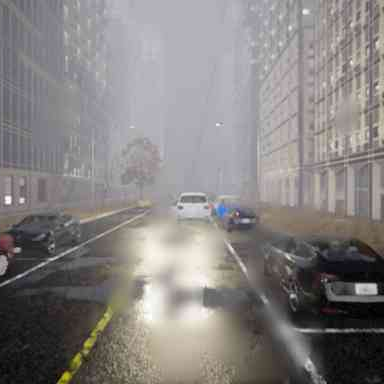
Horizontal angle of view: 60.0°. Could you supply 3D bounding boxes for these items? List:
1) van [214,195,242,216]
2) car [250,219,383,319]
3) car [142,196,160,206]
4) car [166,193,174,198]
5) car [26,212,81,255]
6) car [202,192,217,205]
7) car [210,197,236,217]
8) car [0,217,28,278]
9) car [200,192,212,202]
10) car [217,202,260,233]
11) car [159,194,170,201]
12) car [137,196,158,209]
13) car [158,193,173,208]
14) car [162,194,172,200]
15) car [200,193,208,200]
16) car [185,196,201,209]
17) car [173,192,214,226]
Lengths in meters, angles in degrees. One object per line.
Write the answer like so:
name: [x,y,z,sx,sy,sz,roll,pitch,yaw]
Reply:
van: [2.687,1.188,24.293,1.690,1.788,3.998,0,0,0]
car: [2.690,1.521,7.216,1.947,1.339,4.313,0,0,0]
car: [-5.700,1.240,47.071,2.008,1.369,4.403,0,0,0]
car: [-5.709,0.975,86.915,1.802,1.307,4.206,0,0,0]
car: [-5.692,1.485,12.915,1.947,1.339,4.313,0,0,0]
car: [2.681,0.964,52.752,2.192,1.841,5.009,0,0,0]
car: [2.686,1.249,29.984,1.967,1.590,4.097,0,0,0]
car: [-5.690,1.500,7.222,1.887,1.381,4.507,0,0,0]
car: [2.678,0.882,64.136,2.192,1.841,5.009,0,0,0]
car: [2.688,1.450,18.600,1.947,1.339,4.313,0,0,0]
car: [-5.705,1.075,69.839,2.008,1.369,4.403,0,0,0]
car: [-5.698,1.256,41.207,1.752,1.417,4.829,0,0,0]
car: [-3.098,1.070,42.783,2.097,1.767,4.553,0,1,0]
car: [-5.706,1.047,75.532,1.947,1.339,4.313,0,0,0]
car: [2.674,1.006,75.691,1.752,1.417,4.829,0,0,0]
car: [0.091,1.258,41.047,1.812,1.442,4.674,0,1,0]
car: [0.093,1.080,22.421,2.150,2.045,5.566,0,0,0]
